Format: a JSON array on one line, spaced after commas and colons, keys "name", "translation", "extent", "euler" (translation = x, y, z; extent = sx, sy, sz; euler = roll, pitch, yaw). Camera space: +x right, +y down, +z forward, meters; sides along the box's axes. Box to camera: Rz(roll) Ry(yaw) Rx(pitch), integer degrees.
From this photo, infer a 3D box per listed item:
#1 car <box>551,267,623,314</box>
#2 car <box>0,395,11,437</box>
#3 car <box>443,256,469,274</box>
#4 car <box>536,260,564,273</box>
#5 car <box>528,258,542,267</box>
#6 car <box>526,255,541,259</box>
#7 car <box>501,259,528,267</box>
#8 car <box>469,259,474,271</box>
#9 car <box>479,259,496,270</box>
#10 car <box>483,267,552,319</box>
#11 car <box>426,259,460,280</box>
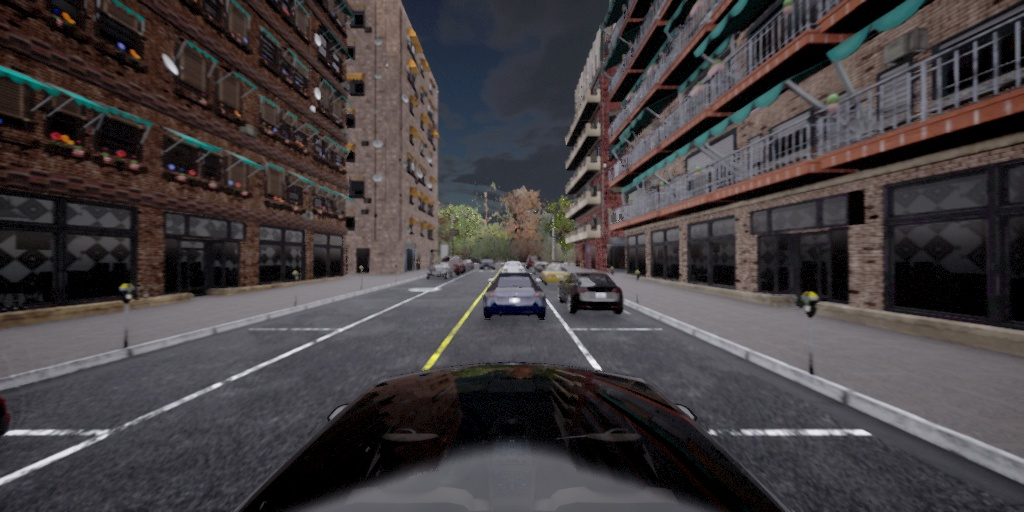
[{"name": "car", "translation": [2.764, 1.250, 13.268], "extent": [1.948, 1.339, 4.313], "euler": [0, 0, 0]}, {"name": "car", "translation": [-5.708, 1.191, 1.524], "extent": [1.967, 1.591, 4.097], "euler": [0, 0, 0]}, {"name": "car", "translation": [-5.815, 0.878, 34.932], "extent": [2.192, 1.841, 5.009], "euler": [0, 0, 0]}, {"name": "car", "translation": [2.831, 1.151, 23.932], "extent": [1.751, 1.417, 4.829], "euler": [0, 0, 0]}, {"name": "car", "translation": [2.833, 1.114, 34.899], "extent": [2.007, 1.370, 4.403], "euler": [0, 0, 0]}, {"name": "car", "translation": [2.834, 0.817, 46.034], "extent": [2.192, 1.841, 5.009], "euler": [0, 0, 0]}, {"name": "car", "translation": [0.091, 1.126, 28.187], "extent": [1.812, 1.442, 4.674], "euler": [0, 0, 0]}, {"name": "car", "translation": [-5.814, 1.099, 40.501], "extent": [1.948, 1.339, 4.313], "euler": [0, 0, 0]}, {"name": "car", "translation": [-3.062, 1.054, 45.318], "extent": [2.033, 1.411, 5.357], "euler": [0, 0, 0]}, {"name": "car", "translation": [0.086, 1.253, 12.466], "extent": [1.994, 1.385, 4.181], "euler": [0, 0, 0]}, {"name": "car", "translation": [-5.816, 1.145, 29.364], "extent": [2.007, 1.370, 4.403], "euler": [0, 0, 0]}]
